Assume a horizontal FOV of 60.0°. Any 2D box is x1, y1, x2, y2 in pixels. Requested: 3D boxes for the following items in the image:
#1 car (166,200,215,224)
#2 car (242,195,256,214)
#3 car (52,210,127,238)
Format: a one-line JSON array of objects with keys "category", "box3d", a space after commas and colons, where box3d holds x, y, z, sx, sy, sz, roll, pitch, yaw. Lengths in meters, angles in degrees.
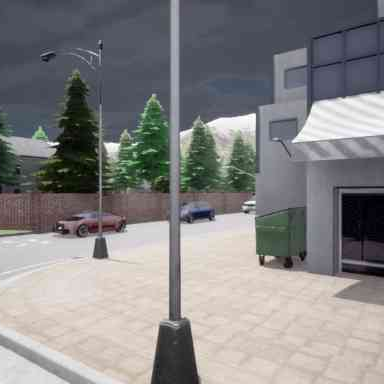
[{"category": "car", "box3d": [-0.040, 1.528, 27.085, 2.097, 1.767, 4.553, 0, 0, 37]}, {"category": "car", "box3d": [7.793, 1.398, 37.631, 2.150, 2.045, 5.566, 0, 0, 37]}, {"category": "car", "box3d": [-5.827, 1.740, 19.270, 1.994, 1.385, 4.181, 0, 0, 37]}]
